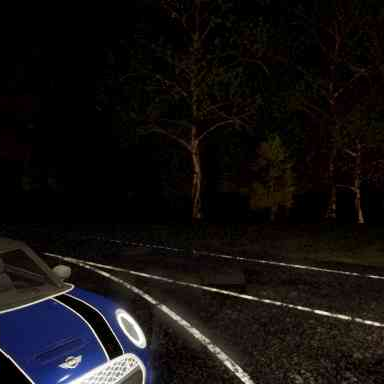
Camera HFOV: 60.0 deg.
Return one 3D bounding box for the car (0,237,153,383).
[{"bbox_3d":[-2.592,1.338,3.733,4.553,1.767,2.097,1,0,35],"label":"car"}]
